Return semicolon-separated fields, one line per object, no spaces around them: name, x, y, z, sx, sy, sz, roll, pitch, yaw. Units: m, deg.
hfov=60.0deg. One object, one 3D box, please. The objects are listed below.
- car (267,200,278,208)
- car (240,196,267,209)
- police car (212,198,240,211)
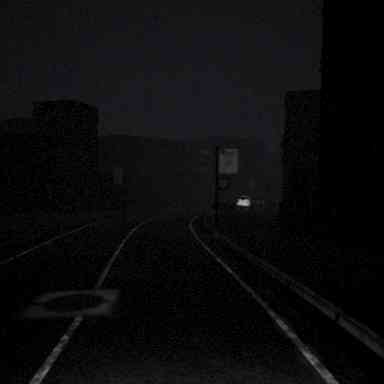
car;13.259;2.098;58.121;1.837;1.490;4.892;5;1;45
car;9.516;1.650;53.885;2.150;2.045;5.566;3;1;38
police car;4.454;1.695;45.990;1.930;1.638;5.238;2;0;27
